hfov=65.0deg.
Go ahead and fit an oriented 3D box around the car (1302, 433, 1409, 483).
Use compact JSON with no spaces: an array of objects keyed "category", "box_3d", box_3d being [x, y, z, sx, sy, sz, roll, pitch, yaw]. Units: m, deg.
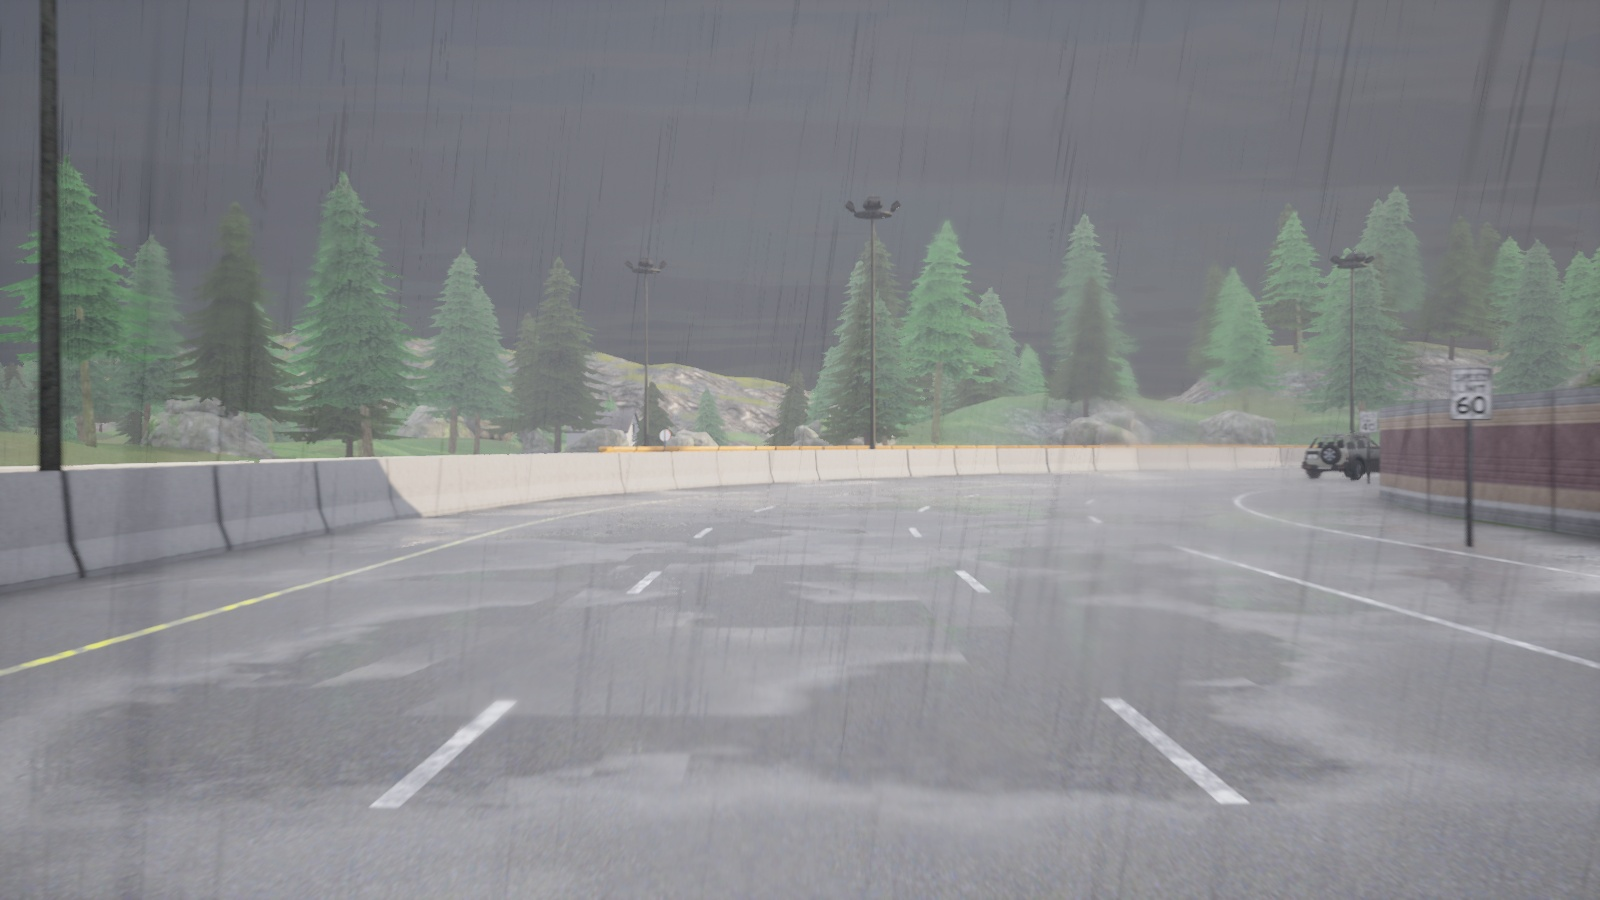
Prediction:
[{"category":"car","box_3d":[21.813,0.280,49.248,4.605,1.855,1.932,0,0,-39]}]
